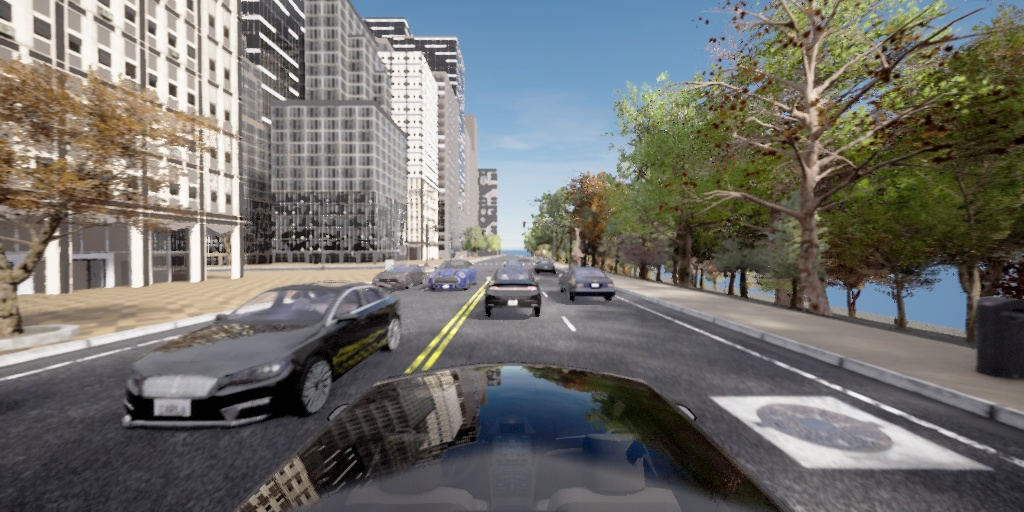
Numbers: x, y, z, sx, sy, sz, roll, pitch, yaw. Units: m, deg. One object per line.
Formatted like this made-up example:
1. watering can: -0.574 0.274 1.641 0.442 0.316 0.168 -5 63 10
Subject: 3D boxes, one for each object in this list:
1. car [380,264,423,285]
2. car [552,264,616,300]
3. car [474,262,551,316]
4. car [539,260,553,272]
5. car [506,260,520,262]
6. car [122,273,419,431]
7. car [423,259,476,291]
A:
1. car: -6.540 1.161 21.615 2.033 1.411 5.357 0 0 1
2. car: 3.316 1.194 16.738 2.033 1.411 5.357 0 0 0
3. car: 0.041 1.164 13.071 2.128 1.511 4.902 0 1 1
4. car: 3.334 1.072 37.215 1.994 1.385 4.181 0 0 0
5. car: 0.084 1.078 33.865 2.033 1.411 5.357 0 0 0
6. car: -3.318 1.214 5.967 2.128 1.511 4.902 0 0 0
7. car: -3.295 0.973 20.705 2.097 1.767 4.553 0 0 3
